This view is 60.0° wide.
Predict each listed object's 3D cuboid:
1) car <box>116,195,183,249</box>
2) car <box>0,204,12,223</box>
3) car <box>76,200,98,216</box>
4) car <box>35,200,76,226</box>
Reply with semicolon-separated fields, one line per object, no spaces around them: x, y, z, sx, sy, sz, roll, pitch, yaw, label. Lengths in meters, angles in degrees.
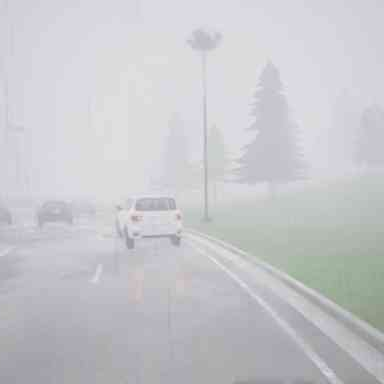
-2.026;1.143;14.686;2.150;2.045;5.566;-1;0;-18;car
-14.584;1.591;24.662;1.994;1.385;4.181;-1;0;-32;car
-10.566;1.475;31.335;2.033;1.411;5.357;-1;0;-36;car
-9.771;1.323;23.344;2.097;1.767;4.553;-1;1;-28;car
